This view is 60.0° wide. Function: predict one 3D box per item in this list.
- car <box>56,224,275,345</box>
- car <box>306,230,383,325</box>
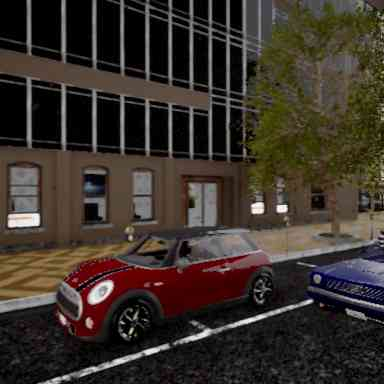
[{"bbox_3d":[-0.366,1.441,6.302,4.097,1.590,1.967,0,0,-36],"label":"car"},{"bbox_3d":[4.357,1.603,6.491,4.718,1.301,1.895,0,0,-36],"label":"car"}]
